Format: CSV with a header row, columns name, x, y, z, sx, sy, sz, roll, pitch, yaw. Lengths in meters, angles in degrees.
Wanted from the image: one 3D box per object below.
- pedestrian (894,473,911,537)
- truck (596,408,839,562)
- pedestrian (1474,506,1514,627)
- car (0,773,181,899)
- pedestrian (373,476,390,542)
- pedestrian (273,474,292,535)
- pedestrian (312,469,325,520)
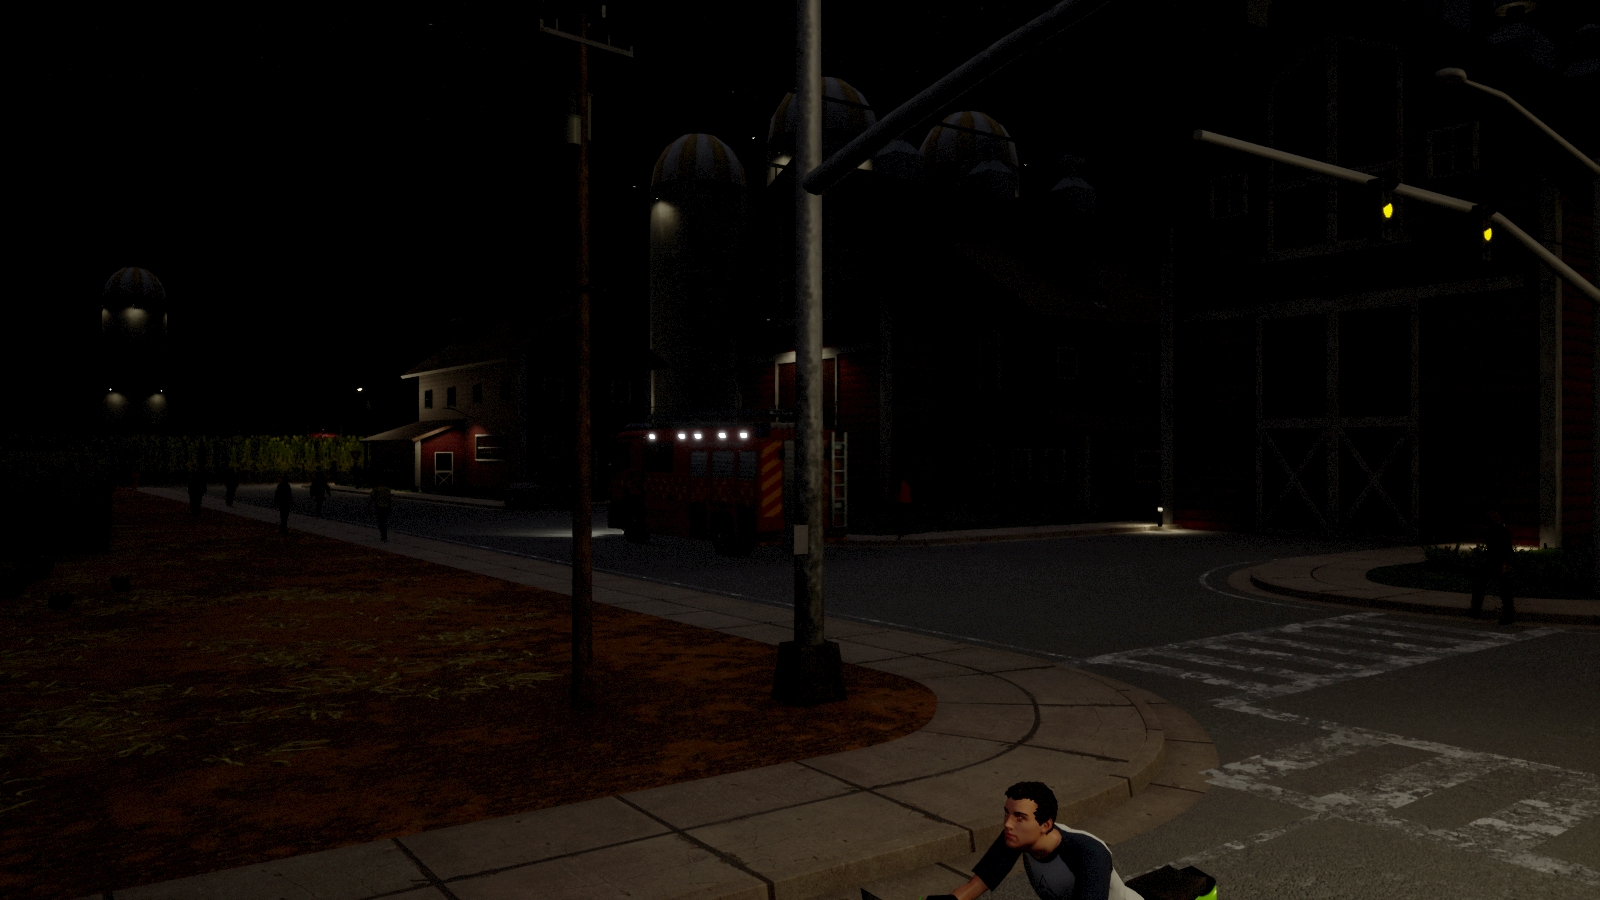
name,x,y,z,sx,sy,sz,roll,pitch,yaw
pedestrian,3.054,1.624,33.985,0.375,1.860,0.375,0,0,30
truck,-2.622,0.857,32.704,2.891,3.827,8.468,0,0,-36
pedestrian,10.880,1.811,17.913,0.375,1.860,0.375,0,0,-7
car,-3.384,1.906,1.453,4.553,1.767,2.097,0,0,-35
pedestrian,-11.894,1.665,32.482,0.375,1.860,0.375,0,0,-32
pedestrian,-15.911,1.666,35.153,0.375,1.860,0.375,0,0,26
pedestrian,-18.067,1.664,42.892,0.375,1.860,0.375,0,0,-37
